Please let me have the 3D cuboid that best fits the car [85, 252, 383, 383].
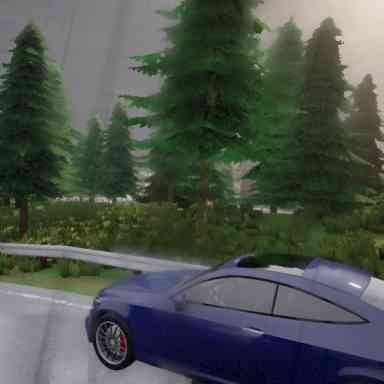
[{"bbox_3d":[0.788,1.499,4.077,4.674,1.442,1.812,1,1,31],"label":"car"}]
